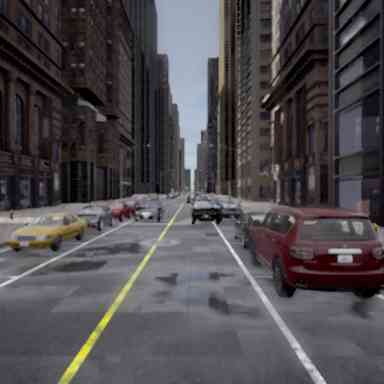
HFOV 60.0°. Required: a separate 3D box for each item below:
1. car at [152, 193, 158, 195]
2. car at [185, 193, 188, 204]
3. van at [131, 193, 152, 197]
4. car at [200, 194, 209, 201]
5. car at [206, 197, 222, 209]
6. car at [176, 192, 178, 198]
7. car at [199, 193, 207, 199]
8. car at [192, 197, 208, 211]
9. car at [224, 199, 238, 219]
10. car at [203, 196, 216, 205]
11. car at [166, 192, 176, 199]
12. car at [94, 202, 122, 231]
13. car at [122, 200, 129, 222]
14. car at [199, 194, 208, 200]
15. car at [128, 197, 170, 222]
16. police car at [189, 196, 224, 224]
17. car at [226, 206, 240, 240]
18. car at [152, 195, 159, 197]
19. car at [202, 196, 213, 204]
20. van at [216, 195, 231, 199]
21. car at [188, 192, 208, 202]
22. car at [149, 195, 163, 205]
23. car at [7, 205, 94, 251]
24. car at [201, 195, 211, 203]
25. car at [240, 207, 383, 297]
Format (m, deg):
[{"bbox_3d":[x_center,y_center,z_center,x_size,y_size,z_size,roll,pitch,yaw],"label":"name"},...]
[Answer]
[{"bbox_3d":[-5.759,1.113,47.707,2.192,1.841,5.009,0,0,0],"label":"car"},{"bbox_3d":[0.004,1.282,57.977,1.812,1.442,4.674,0,0,0],"label":"car"},{"bbox_3d":[-5.759,1.185,36.470,1.690,1.788,3.998,0,0,0],"label":"van"},{"bbox_3d":[2.768,1.257,75.813,1.947,1.339,4.313,0,0,0],"label":"car"},{"bbox_3d":[2.766,1.345,42.271,1.752,1.417,4.829,0,0,0],"label":"car"},{"bbox_3d":[-5.756,1.197,92.655,1.947,1.339,4.313,0,0,0],"label":"car"},{"bbox_3d":[2.769,1.091,87.050,1.967,1.590,4.097,0,0,0],"label":"car"},{"bbox_3d":[0.903,1.337,39.612,1.837,1.490,4.892,0,0,0],"label":"car"},{"bbox_3d":[2.765,1.440,25.244,2.008,1.369,4.403,0,0,0],"label":"car"},{"bbox_3d":[2.767,1.357,53.339,1.802,1.307,4.206,0,0,0],"label":"car"},{"bbox_3d":[-5.756,1.233,87.036,1.802,1.307,4.206,0,0,0],"label":"car"},{"bbox_3d":[-5.761,1.464,19.622,2.008,1.369,4.403,0,0,0],"label":"car"},{"bbox_3d":[-5.760,1.434,25.234,1.887,1.381,4.507,0,0,0],"label":"car"},{"bbox_3d":[2.768,1.216,81.432,1.887,1.381,4.507,0,0,0],"label":"car"},{"bbox_3d":[-3.097,1.382,25.003,2.128,1.511,4.902,0,0,0],"label":"car"},{"bbox_3d":[0.902,1.321,23.721,1.930,1.638,5.238,0,0,0],"label":"police car"},{"bbox_3d":[2.764,1.488,14.007,2.008,1.369,4.403,0,0,0],"label":"car"},{"bbox_3d":[-5.759,1.371,42.089,2.008,1.369,4.403,0,0,0],"label":"car"},{"bbox_3d":[2.767,1.334,58.957,1.802,1.307,4.206,0,0,0],"label":"car"},{"bbox_3d":[2.765,1.207,30.862,1.690,1.788,3.998,0,0,0],"label":"van"},{"bbox_3d":[0.902,1.206,33.581,2.097,1.767,4.553,0,0,0],"label":"car"},{"bbox_3d":[-5.758,1.301,53.156,1.752,1.417,4.829,0,0,0],"label":"car"},{"bbox_3d":[-5.761,1.463,13.827,1.752,1.417,4.829,0,0,0],"label":"car"},{"bbox_3d":[2.767,1.255,64.745,1.752,1.417,4.829,0,0,0],"label":"car"},{"bbox_3d":[2.764,1.276,8.388,2.192,1.841,5.009,0,0,0],"label":"car"}]
